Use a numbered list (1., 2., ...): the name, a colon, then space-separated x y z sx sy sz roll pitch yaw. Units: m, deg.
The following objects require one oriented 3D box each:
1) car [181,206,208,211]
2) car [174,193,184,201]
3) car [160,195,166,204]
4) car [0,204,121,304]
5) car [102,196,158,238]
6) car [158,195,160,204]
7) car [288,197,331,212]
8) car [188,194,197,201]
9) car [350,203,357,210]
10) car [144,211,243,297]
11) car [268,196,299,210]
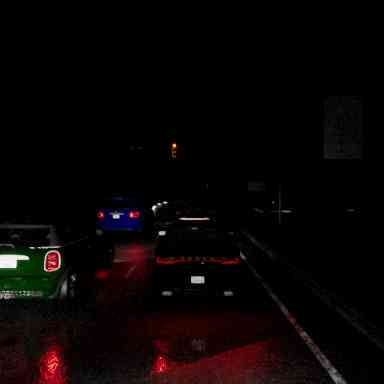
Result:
1. car: 0.127 1.491 18.148 2.128 1.511 4.902 0 0 0
2. car: -3.372 1.218 85.650 2.150 2.045 5.566 0 0 0
3. car: -6.928 1.547 65.950 2.033 1.411 5.357 0 0 1
4. car: -3.388 1.352 8.276 2.097 1.767 4.553 0 0 0
5. car: -3.393 1.221 17.893 2.150 2.045 5.566 0 0 2
6. car: -7.002 1.505 55.801 1.837 1.490 4.892 0 0 0
7. car: 13.764 1.564 38.361 4.181 1.385 1.994 0 0 3
8. car: 0.128 1.348 85.967 2.097 1.767 4.553 0 0 0
9. car: 21.942 1.560 41.395 4.181 1.385 1.994 0 0 3
10. car: 0.113 1.478 8.648 1.882 1.535 5.008 0 0 0
11. car: 12.009 1.352 41.970 4.553 1.767 2.097 0 0 3
